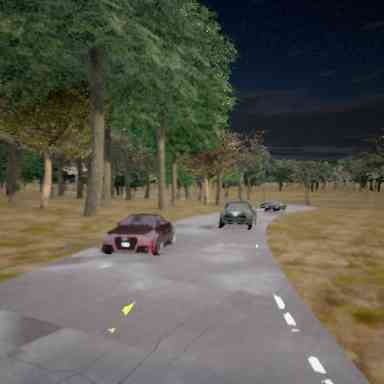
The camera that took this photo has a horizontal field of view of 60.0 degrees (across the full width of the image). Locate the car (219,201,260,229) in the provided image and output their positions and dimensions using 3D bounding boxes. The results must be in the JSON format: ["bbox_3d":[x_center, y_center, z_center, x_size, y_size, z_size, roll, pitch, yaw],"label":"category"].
[{"bbox_3d":[3.197,1.414,22.450,2.097,1.767,4.553,1,0,15],"label":"car"}]

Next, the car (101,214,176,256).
[{"bbox_3d":[-1.913,1.555,12.998,1.994,1.385,4.181,0,0,9],"label":"car"}]

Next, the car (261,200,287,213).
[{"bbox_3d":[10.593,1.875,41.891,1.895,1.301,4.718,1,0,27],"label":"car"}]
